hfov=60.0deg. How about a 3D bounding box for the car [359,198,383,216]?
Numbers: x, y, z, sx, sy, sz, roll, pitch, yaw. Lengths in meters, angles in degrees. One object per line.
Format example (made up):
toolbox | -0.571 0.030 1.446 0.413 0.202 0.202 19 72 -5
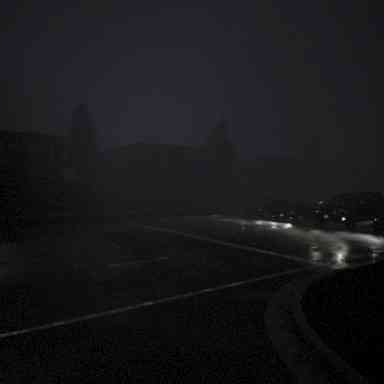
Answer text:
car | 17.368 1.316 30.411 4.181 1.385 1.994 0 1 -35

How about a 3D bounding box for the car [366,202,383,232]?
car | 11.446 1.383 17.586 4.674 1.442 1.812 0 1 -36

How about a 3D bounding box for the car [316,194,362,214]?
car | 14.413 1.083 32.597 4.553 1.767 2.097 0 1 -35

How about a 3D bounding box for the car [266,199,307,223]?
car | 7.617 1.367 23.452 4.181 1.385 1.994 0 1 -35

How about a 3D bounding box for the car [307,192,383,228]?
car | 10.007 1.049 20.860 5.566 2.045 2.150 0 1 -36

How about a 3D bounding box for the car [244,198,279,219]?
car | 6.398 1.250 26.881 5.008 1.535 1.882 0 1 -35
